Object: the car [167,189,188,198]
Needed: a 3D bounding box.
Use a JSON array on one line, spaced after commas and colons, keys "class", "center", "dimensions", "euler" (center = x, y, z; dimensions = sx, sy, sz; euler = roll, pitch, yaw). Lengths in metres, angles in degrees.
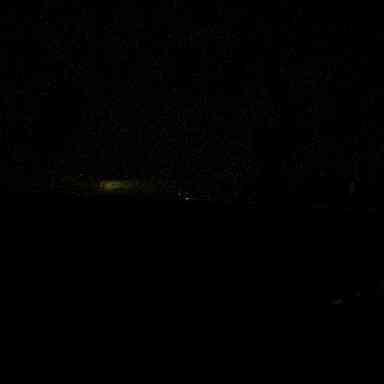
[{"class": "car", "center": [-2.689, 0.266, 61.389], "dimensions": [2.097, 1.767, 4.553], "euler": [0, 1, -35]}]
